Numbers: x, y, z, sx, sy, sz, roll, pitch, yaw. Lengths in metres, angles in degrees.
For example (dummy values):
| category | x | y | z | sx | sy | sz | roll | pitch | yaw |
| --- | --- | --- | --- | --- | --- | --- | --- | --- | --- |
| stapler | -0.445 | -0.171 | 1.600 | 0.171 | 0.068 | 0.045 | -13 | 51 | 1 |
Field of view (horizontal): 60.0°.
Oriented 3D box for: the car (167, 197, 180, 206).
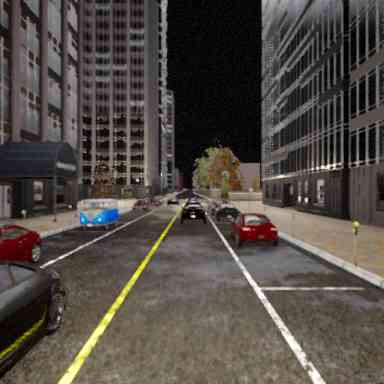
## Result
| category | x | y | z | sx | sy | sz | roll | pitch | yaw |
| --- | --- | --- | --- | --- | --- | --- | --- | --- | --- |
| car | -3.022 | 1.553 | 54.642 | 1.994 | 1.385 | 4.181 | 0 | 0 | 0 |

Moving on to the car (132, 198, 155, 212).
| category | x | y | z | sx | sy | sz | roll | pitch | yaw |
| --- | --- | --- | --- | --- | --- | --- | --- | --- | --- |
| car | -5.690 | 1.586 | 37.747 | 1.802 | 1.307 | 4.206 | 0 | 0 | 0 |

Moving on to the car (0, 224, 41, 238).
| category | x | y | z | sx | sy | sz | roll | pitch | yaw |
| --- | --- | --- | --- | --- | --- | --- | --- | --- | --- |
| car | -5.690 | 1.583 | 9.286 | 1.802 | 1.307 | 4.206 | 0 | 0 | 0 |

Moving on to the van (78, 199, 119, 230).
| category | x | y | z | sx | sy | sz | roll | pitch | yaw |
| --- | --- | --- | --- | --- | --- | --- | --- | --- | --- |
| van | -5.690 | 1.344 | 20.670 | 1.690 | 1.788 | 3.998 | 0 | 0 | 0 |

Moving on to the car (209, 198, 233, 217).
| category | x | y | z | sx | sy | sz | roll | pitch | yaw |
| --- | --- | --- | --- | --- | --- | --- | --- | --- | --- |
| car | 2.691 | 1.445 | 32.052 | 1.967 | 1.590 | 4.097 | 0 | 0 | 0 |

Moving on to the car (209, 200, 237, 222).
| category | x | y | z | sx | sy | sz | roll | pitch | yaw |
| --- | --- | --- | --- | --- | --- | --- | --- | --- | --- |
| car | 2.691 | 1.555 | 26.360 | 2.008 | 1.369 | 4.403 | 0 | 0 | 0 |

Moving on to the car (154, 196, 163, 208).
| category | x | y | z | sx | sy | sz | roll | pitch | yaw |
| --- | --- | --- | --- | --- | --- | --- | --- | --- | --- |
| car | -5.689 | 1.578 | 49.135 | 1.802 | 1.307 | 4.206 | 0 | 0 | 0 |

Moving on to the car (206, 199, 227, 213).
| category | x | y | z | sx | sy | sz | roll | pitch | yaw |
| --- | --- | --- | --- | --- | --- | --- | --- | --- | --- |
| car | 2.691 | 1.555 | 37.745 | 2.008 | 1.369 | 4.403 | 0 | 0 | 0 |

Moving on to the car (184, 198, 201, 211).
| category | x | y | z | sx | sy | sz | roll | pitch | yaw |
| --- | --- | --- | --- | --- | --- | --- | --- | --- | --- |
| car | 0.100 | 1.549 | 42.845 | 2.033 | 1.411 | 5.357 | 0 | 0 | 0 |

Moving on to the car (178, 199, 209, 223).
| category | x | y | z | sx | sy | sz | roll | pitch | yaw |
| --- | --- | --- | --- | --- | --- | --- | --- | --- | --- |
| car | 0.099 | 1.529 | 25.387 | 1.812 | 1.442 | 4.674 | 0 | 0 | 0 |

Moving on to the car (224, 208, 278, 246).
| category | x | y | z | sx | sy | sz | roll | pitch | yaw |
| --- | --- | --- | --- | --- | --- | --- | --- | --- | --- |
| car | 2.691 | 1.584 | 14.975 | 1.802 | 1.307 | 4.206 | 0 | 0 | 0 |

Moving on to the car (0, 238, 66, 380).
| category | x | y | z | sx | sy | sz | roll | pitch | yaw |
| --- | --- | --- | --- | --- | --- | --- | --- | --- | --- |
| car | -3.100 | 1.565 | 3.918 | 1.994 | 1.385 | 4.181 | 0 | 0 | 0 |
